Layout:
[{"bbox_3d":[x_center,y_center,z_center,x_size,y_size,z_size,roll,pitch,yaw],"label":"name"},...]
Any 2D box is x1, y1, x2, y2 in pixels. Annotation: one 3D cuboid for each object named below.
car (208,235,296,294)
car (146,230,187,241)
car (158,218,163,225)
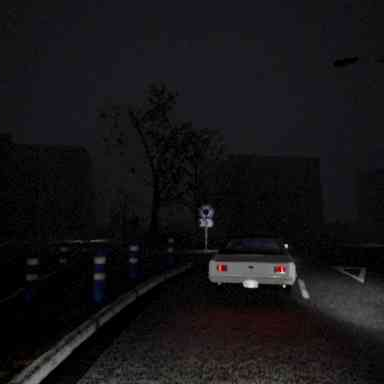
[{"bbox_3d":[1.730,1.838,9.276,1.895,1.301,4.718,-1,-4,12],"label":"car"},{"bbox_3d":[-3.016,5.106,38.539,4.718,1.301,1.895,1,-7,-9],"label":"car"},{"bbox_3d":[-7.496,6.467,73.182,1.812,1.442,4.674,1,-1,-2],"label":"car"}]
